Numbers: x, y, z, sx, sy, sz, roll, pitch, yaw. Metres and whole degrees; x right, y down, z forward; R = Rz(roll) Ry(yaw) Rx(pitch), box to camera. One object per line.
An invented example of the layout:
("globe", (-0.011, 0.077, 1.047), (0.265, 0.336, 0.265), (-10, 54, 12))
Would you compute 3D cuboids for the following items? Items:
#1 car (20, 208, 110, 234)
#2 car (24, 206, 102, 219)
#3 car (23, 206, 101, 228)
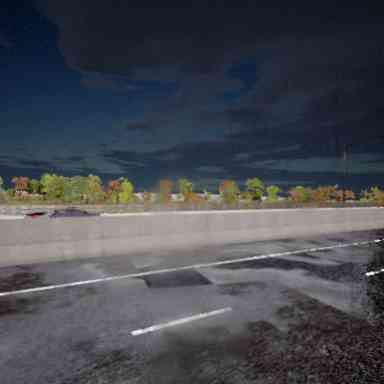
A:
("car", (-7.600, 1.666, 20.048), (4.718, 1.301, 1.895), (1, -1, -35))
("car", (-6.395, 1.599, 16.615), (5.357, 1.411, 2.033), (1, -1, -35))
("car", (-9.038, 1.675, 23.319), (4.718, 1.301, 1.895), (1, -1, -35))
